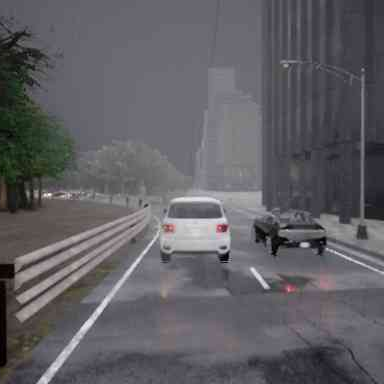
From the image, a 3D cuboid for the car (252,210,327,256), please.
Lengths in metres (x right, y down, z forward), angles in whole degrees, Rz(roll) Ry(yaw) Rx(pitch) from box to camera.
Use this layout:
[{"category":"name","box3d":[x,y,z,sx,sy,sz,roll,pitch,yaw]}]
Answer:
[{"category":"car","box3d":[3.589,1.464,12.991,2.128,1.511,4.902,0,0,0]}]

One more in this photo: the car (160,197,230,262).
[{"category":"car","box3d":[0.079,1.196,12.127,2.150,2.045,5.566,0,0,0]}]

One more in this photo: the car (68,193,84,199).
[{"category":"car","box3d":[-26.958,0.952,77.111,4.718,1.301,1.895,1,1,44]}]

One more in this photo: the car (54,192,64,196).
[{"category":"car","box3d":[-34.057,0.589,84.452,2.033,1.411,5.357,0,2,-39]}]
